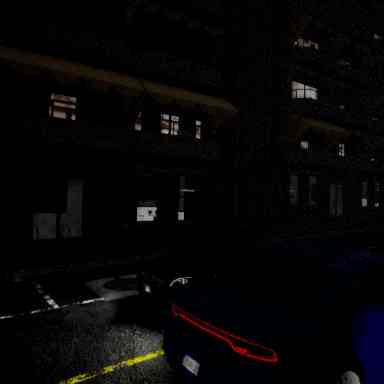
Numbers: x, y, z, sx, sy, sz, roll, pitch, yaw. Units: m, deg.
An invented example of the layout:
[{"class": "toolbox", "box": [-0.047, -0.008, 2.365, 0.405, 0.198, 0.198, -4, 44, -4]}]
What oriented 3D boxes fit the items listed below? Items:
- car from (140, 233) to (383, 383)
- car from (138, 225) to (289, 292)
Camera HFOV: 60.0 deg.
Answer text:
[{"class": "car", "box": [2.004, 1.480, 4.588, 5.008, 1.535, 1.882, 0, 0, -36]}, {"class": "car", "box": [1.070, 1.529, 7.545, 4.674, 1.442, 1.812, 0, 0, -36]}]
